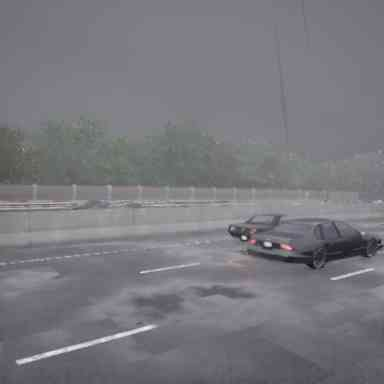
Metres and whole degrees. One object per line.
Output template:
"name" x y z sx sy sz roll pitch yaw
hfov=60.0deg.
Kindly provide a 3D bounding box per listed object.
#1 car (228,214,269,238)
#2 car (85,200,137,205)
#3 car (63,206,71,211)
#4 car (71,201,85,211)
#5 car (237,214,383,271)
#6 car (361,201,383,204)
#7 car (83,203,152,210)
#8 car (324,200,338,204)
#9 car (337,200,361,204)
"car" 3.991 1.634 15.184 4.718 1.301 1.895 0 0 -35
"car" -5.379 1.518 25.942 4.902 1.511 2.128 0 0 -35
"car" -9.663 1.530 31.484 4.892 1.490 1.837 0 0 -35
"car" -7.770 1.588 28.535 4.181 1.385 1.994 0 0 -35
"car" 4.235 1.570 11.061 5.357 1.411 2.033 0 0 -35
"car" 27.662 2.042 49.441 4.674 1.442 1.812 1 -1 -35
"car" -4.471 1.621 22.293 4.718 1.301 1.895 0 0 -35
"car" 23.801 2.012 55.254 4.902 1.511 2.128 1 -1 -35
"car" 25.298 2.111 52.019 4.718 1.301 1.895 1 -1 -35
